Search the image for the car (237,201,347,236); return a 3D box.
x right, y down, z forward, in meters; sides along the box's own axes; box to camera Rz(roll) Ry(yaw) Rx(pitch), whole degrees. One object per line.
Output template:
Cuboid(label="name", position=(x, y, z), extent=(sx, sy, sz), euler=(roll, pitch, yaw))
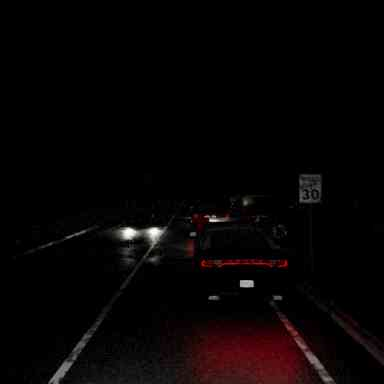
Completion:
Cuboid(label="car", position=(5.543, 1.465, 18.898), extent=(5.366, 1.575, 1.946), euler=(0, 0, 0))

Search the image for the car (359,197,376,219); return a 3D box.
Cuboid(label="car", position=(18.784, 1.454, 30.864), extent=(5.008, 1.535, 2.097), euler=(0, 0, 0))

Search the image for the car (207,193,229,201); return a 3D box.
Cuboid(label="car", position=(5.615, 1.013, 72.167), extent=(4.553, 1.767, 2.185), euler=(0, 1, 0))

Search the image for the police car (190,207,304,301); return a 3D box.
Cuboid(label="police car", position=(0.974, 1.420, 8.495), extent=(1.930, 1.638, 5.238), euler=(0, 0, 0))

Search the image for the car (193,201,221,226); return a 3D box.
Cuboid(label="car", position=(0.971, 1.471, 24.406), extent=(1.837, 1.490, 4.892), euler=(0, 0, 0))

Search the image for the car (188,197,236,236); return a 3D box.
Cuboid(label="car", position=(0.971, 1.332, 18.367), extent=(2.097, 1.767, 4.553), euler=(0, 0, 0))

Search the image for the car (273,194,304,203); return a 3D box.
Cuboid(label="car", position=(18.553, 1.208, 64.177), extent=(5.366, 1.575, 1.946), euler=(0, 0, 0))

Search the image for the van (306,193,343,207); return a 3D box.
Cuboid(label="van", position=(18.881, 1.133, 47.522), extent=(4.442, 1.987, 1.878), euler=(0, 1, 0))

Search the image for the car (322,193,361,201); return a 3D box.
Cuboid(label="car", position=(18.744, 1.152, 41.969), extent=(5.566, 2.045, 2.435), euler=(0, 0, 0))

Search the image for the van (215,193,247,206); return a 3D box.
Cuboid(label="van", position=(5.798, 1.113, 49.741), extent=(4.442, 1.987, 1.878), euler=(0, 1, 0))

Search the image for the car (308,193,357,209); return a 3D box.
Cuboid(label="car", position=(18.797, 1.132, 44.746), extent=(5.566, 2.045, 2.435), euler=(0, 1, 0))

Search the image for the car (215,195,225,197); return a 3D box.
Cuboid(label="car", position=(5.700, 1.408, 41.331), extent=(4.892, 1.521, 2.231), euler=(0, 0, 0))

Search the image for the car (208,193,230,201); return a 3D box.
Cuboid(label="car", position=(5.620, 1.038, 69.364), extent=(4.553, 1.767, 2.185), euler=(0, 1, 0))

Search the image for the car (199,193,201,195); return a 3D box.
Cuboid(label="car", position=(-0.010, 1.273, 58.225), extent=(2.128, 1.511, 4.902), euler=(0, 0, 0))

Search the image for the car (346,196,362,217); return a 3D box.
Cuboid(label="car", position=(18.970, 1.443, 33.641), extent=(5.366, 1.575, 1.946), euler=(0, 0, 0))

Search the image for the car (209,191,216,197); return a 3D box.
Cuboid(label="car", position=(5.657, 1.112, 46.937), extent=(5.566, 2.045, 2.435), euler=(0, 1, 0))

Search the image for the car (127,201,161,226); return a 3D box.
Cuboid(label="car", position=(-3.254, 1.445, 23.400), extent=(1.882, 1.535, 5.008), euler=(0, 0, 0))

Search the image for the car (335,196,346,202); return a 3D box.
Cuboid(label="car", position=(18.752, 1.468, 36.413), extent=(4.792, 1.488, 2.163), euler=(0, 0, 0))

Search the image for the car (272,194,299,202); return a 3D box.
Cuboid(label="car", position=(18.740, 1.187, 66.954), extent=(4.892, 1.521, 2.231), euler=(0, 1, 0))

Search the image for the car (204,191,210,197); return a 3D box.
Cuboid(label="car", position=(5.631, 0.962, 63.757), extent=(5.566, 2.045, 2.435), euler=(0, 1, 0))

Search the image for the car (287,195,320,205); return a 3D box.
Cuboid(label="car", position=(18.723, 1.315, 55.850), extent=(4.792, 1.488, 2.163), euler=(0, 1, 0))

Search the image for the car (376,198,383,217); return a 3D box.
Cuboid(label="car", position=(18.788, 1.460, 28.086), extent=(4.892, 1.521, 2.231), euler=(0, 0, 0))

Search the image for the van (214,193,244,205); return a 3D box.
Cuboid(label="van", position=(5.793, 1.088, 52.544), extent=(4.442, 1.987, 1.878), euler=(0, 1, 0))

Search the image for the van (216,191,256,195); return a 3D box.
Cuboid(label="van", position=(5.806, 1.162, 44.137), extent=(4.442, 1.987, 1.878), euler=(0, 0, 0))

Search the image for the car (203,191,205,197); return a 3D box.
Cuboid(label="car", position=(5.627, 0.937, 66.560), extent=(5.566, 2.045, 2.435), euler=(0, 1, 0))

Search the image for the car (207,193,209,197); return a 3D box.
Cuboid(label="car", position=(5.661, 1.279, 60.956), extent=(4.674, 1.452, 2.002), euler=(0, 1, 0))

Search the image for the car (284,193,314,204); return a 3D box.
Cuboid(label="car", position=(18.778, 1.135, 58.626), extent=(4.553, 1.767, 2.185), euler=(0, 1, 0))

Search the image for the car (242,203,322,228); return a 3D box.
Cuboid(label="car", position=(5.727, 1.505, 21.701), extent=(4.674, 1.452, 2.002), euler=(0, 0, 0))

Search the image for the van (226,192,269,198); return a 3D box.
Cuboid(label="van", position=(5.595, 1.229, 30.114), extent=(4.442, 1.987, 1.878), euler=(0, 0, 0))

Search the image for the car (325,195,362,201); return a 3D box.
Cuboid(label="car", position=(18.806, 1.451, 39.196), extent=(4.792, 1.488, 2.163), euler=(0, 0, 0))

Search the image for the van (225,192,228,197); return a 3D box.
Cuboid(label="van", position=(5.823, 1.221, 32.916), extent=(4.442, 1.987, 1.878), euler=(0, 0, 0))

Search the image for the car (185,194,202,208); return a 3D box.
Cuboid(label="car", position=(0.008, 1.420, 45.079), extent=(2.033, 1.411, 5.357), euler=(0, 0, 1))

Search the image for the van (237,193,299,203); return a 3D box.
Cuboid(label="van", position=(5.837, 1.236, 24.504), extent=(4.442, 1.987, 1.878), euler=(0, 0, 0))

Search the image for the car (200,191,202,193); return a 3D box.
Cuboid(label="car", position=(5.797, 0.936, 94.594), extent=(5.366, 1.575, 1.946), euler=(0, 1, 0))
